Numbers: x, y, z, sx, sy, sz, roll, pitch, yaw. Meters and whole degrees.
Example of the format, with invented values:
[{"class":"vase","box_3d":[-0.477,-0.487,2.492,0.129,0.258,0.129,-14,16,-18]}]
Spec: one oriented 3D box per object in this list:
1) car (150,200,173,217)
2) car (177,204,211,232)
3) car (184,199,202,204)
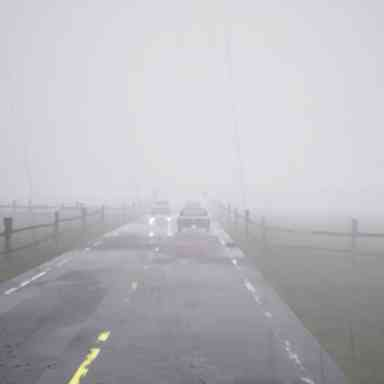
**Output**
[{"class":"car","box_3d":[-2.841,1.528,31.750,1.837,1.490,4.892,0,0,0]},{"class":"car","box_3d":[0.100,1.613,20.416,1.895,1.301,4.718,0,0,0]},{"class":"car","box_3d":[0.104,1.506,37.005,1.882,1.535,5.008,0,0,0]}]
